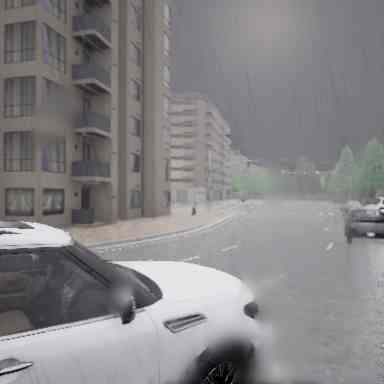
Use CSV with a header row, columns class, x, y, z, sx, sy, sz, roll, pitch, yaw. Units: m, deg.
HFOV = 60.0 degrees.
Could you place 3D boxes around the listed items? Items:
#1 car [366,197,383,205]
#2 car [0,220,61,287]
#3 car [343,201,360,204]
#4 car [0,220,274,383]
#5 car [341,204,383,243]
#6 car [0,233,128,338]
class,x,y,z,sx,sy,sz,roll,pitch,yaw
car,15.740,1.395,27.122,2.150,2.045,5.566,0,0,15
car,-6.229,1.563,8.054,5.357,1.411,2.033,0,0,-36
car,18.930,1.764,39.288,1.812,1.442,4.674,0,0,15
car,-1.776,1.229,2.685,5.566,2.045,2.150,0,0,-37
car,8.521,1.593,16.277,2.128,1.511,4.902,0,0,23
car,-3.696,1.615,5.795,4.718,1.301,1.895,0,0,-39
